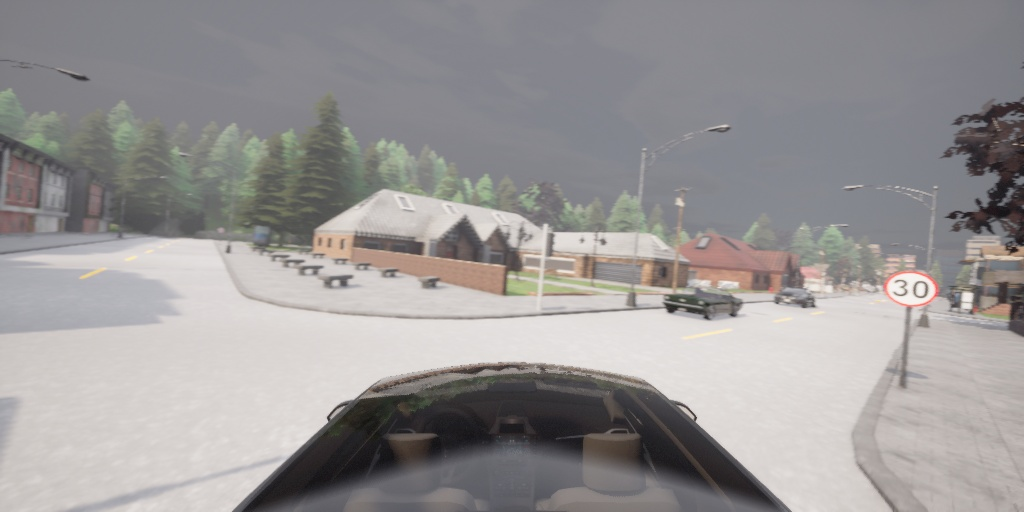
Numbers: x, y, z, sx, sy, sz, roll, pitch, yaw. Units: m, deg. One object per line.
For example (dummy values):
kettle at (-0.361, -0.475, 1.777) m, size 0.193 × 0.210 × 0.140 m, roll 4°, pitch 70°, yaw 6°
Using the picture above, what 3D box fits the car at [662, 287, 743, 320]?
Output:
car at (8.925, 2.102, 16.667) m, size 4.718 × 1.301 × 1.895 m, roll 5°, pitch 0°, yaw -40°

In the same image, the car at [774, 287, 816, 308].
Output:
car at (21.861, 3.130, 27.610) m, size 4.674 × 1.442 × 1.812 m, roll 5°, pitch 0°, yaw -40°
